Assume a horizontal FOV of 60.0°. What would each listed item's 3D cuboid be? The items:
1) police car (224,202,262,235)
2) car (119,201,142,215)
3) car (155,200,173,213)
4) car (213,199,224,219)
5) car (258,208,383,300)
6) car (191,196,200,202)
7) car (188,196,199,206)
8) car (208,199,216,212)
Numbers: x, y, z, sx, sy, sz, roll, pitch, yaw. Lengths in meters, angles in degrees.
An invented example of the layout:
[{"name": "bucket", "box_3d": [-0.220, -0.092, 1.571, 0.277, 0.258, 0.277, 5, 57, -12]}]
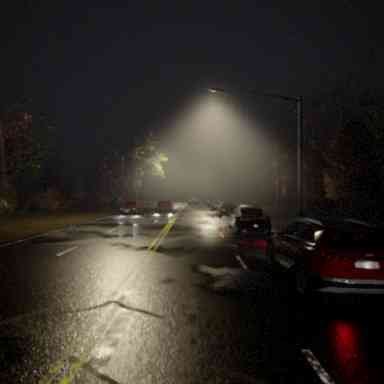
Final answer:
[{"name": "police car", "box_3d": [3.261, 1.509, 19.577, 1.930, 1.638, 5.238, 0, 0, 0]}, {"name": "car", "box_3d": [-6.554, 1.689, 35.829, 1.812, 1.442, 4.674, 0, 0, 0]}, {"name": "car", "box_3d": [-3.277, 1.666, 39.868, 1.882, 1.535, 5.008, 0, 0, 1]}, {"name": "car", "box_3d": [3.266, 1.661, 30.466, 1.812, 1.442, 4.674, 0, -1, 0]}, {"name": "car", "box_3d": [3.273, 1.444, 8.473, 2.033, 1.649, 4.856, 1, 0, 0]}, {"name": "car", "box_3d": [0.965, 1.726, 84.785, 2.033, 1.411, 5.357, 0, 0, 2]}, {"name": "car", "box_3d": [0.328, 1.853, 61.304, 1.895, 1.301, 4.718, -1, 0, 1]}, {"name": "car", "box_3d": [3.317, 1.787, 41.463, 1.895, 1.301, 4.718, 0, -1, 0]}]
